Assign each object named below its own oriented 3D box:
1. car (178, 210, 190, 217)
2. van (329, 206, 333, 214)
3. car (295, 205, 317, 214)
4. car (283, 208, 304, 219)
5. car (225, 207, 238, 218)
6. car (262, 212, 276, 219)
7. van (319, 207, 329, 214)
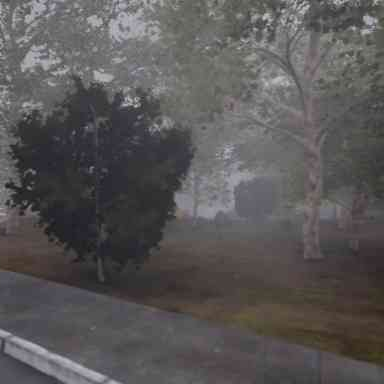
[{"bbox_3d":[-2.451,2.312,40.471,5.008,1.535,1.882,5,-2,-40],"label":"car"},{"bbox_3d":[35.992,4.751,87.235,4.442,1.987,1.878,3,-1,-39],"label":"van"},{"bbox_3d":[27.496,4.309,80.254,5.566,2.045,2.435,3,-1,-39],"label":"car"},{"bbox_3d":[18.623,3.965,58.183,5.357,1.411,2.033,3,-1,-39],"label":"car"},{"bbox_3d":[7.388,3.200,52.895,4.553,1.767,2.097,4,-2,-39],"label":"car"},{"bbox_3d":[15.333,3.530,59.553,5.566,2.045,2.150,3,-1,-40],"label":"car"},{"bbox_3d":[31.708,4.542,83.717,4.442,1.987,1.878,3,-1,-39],"label":"van"}]
